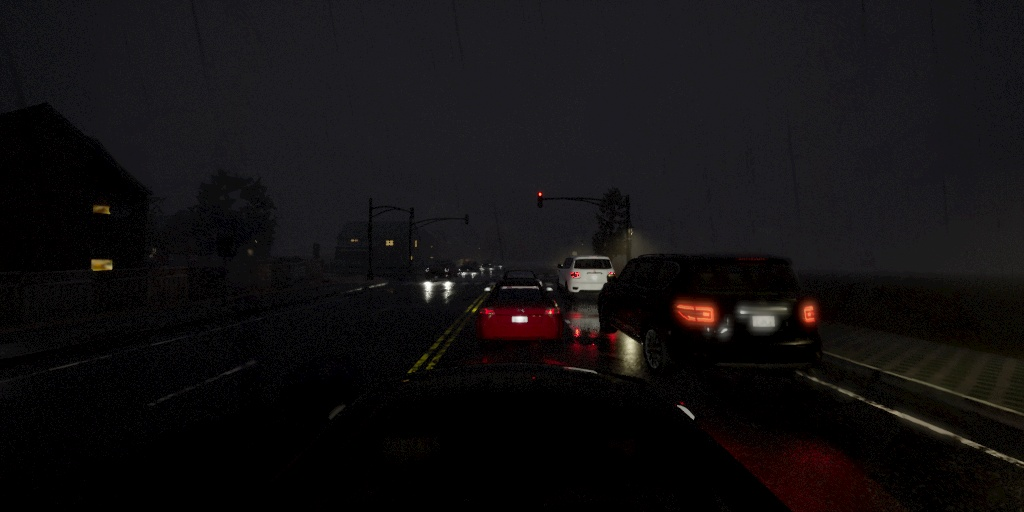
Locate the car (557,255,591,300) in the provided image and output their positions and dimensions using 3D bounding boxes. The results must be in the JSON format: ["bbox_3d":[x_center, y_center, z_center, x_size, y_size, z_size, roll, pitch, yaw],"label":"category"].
[{"bbox_3d":[3.555,0.983,17.870,2.150,2.045,5.566,0,0,1],"label":"car"}]

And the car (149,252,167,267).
[{"bbox_3d":[-40.287,0.625,38.642,4.892,1.490,1.837,1,-1,16],"label":"car"}]

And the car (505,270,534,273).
[{"bbox_3d":[0.343,1.364,18.443,1.895,1.301,4.718,0,0,-3],"label":"car"}]

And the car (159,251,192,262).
[{"bbox_3d":[-39.518,0.404,41.477,5.566,2.045,2.150,1,-1,16],"label":"car"}]

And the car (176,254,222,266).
[{"bbox_3d":[-30.408,0.829,35.872,5.357,1.411,2.033,1,-1,16],"label":"car"}]

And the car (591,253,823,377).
[{"bbox_3d":[3.402,0.974,7.512,2.150,2.045,5.566,0,0,0],"label":"car"}]

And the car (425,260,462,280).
[{"bbox_3d":[-6.023,1.138,31.061,2.097,1.767,4.553,0,0,2],"label":"car"}]

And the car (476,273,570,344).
[{"bbox_3d":[0.178,1.319,9.634,1.994,1.385,4.181,0,0,0],"label":"car"}]

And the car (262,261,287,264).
[{"bbox_3d":[-20.868,0.940,33.205,4.892,1.490,1.837,1,-1,16],"label":"car"}]

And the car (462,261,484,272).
[{"bbox_3d":[-5.345,1.367,46.814,2.033,1.411,5.357,0,0,3],"label":"car"}]

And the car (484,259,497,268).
[{"bbox_3d":[-4.294,1.370,63.370,1.837,1.490,4.892,0,-1,4],"label":"car"}]

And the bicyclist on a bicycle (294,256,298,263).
[{"bbox_3d":[-24.185,0.781,40.223,0.582,1.620,1.656,1,-1,16],"label":"bicyclist on a bicycle"}]
